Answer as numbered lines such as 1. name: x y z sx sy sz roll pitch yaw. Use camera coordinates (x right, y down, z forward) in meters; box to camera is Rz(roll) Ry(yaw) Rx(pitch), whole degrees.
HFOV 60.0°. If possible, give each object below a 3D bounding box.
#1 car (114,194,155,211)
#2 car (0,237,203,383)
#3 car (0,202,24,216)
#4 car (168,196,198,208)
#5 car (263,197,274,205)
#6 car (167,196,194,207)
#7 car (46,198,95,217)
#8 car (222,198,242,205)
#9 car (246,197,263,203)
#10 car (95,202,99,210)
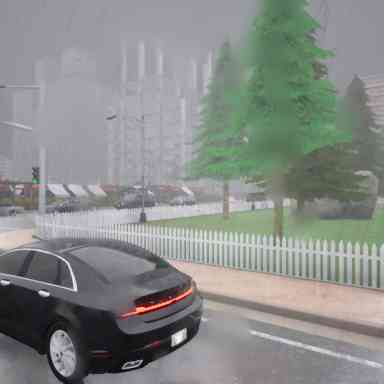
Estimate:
1. car: -6.804 1.221 40.240 2.150 2.045 5.566 0 0 34
2. car: -2.121 1.505 5.440 4.892 1.490 1.837 0 0 36
3. car: -17.970 1.601 30.006 1.895 1.301 4.718 0 0 36
4. car: -1.101 1.352 48.703 2.097 1.767 4.553 0 0 34
5. car: 14.987 1.564 59.794 1.994 1.385 4.181 0 0 34
6. car: -1.834 1.505 53.865 1.837 1.490 4.892 0 0 34
7. car: -12.276 1.491 32.092 2.128 1.511 4.902 0 0 34
8. car: 6.403 1.526 53.270 1.812 1.442 4.674 0 0 34
9. car: 11.889 1.221 61.459 2.150 2.045 5.566 0 0 34
10. car: -12.835 1.478 37.538 1.882 1.535 5.008 0 0 34
